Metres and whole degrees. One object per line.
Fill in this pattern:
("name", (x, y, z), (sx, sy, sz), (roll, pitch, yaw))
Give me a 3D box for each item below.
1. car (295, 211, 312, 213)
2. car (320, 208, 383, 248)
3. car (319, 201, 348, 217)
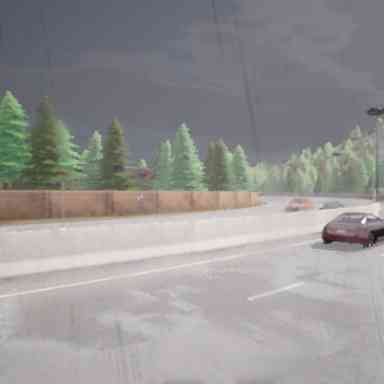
("car", (11.836, 1.499, 36.396), (2.097, 1.767, 4.553), (0, 0, 34))
("car", (7.645, 1.619, 15.218), (4.181, 1.385, 1.994), (0, 0, -44))
("car", (14.691, 1.704, 34.370), (1.994, 1.385, 4.181), (0, 0, 34))
